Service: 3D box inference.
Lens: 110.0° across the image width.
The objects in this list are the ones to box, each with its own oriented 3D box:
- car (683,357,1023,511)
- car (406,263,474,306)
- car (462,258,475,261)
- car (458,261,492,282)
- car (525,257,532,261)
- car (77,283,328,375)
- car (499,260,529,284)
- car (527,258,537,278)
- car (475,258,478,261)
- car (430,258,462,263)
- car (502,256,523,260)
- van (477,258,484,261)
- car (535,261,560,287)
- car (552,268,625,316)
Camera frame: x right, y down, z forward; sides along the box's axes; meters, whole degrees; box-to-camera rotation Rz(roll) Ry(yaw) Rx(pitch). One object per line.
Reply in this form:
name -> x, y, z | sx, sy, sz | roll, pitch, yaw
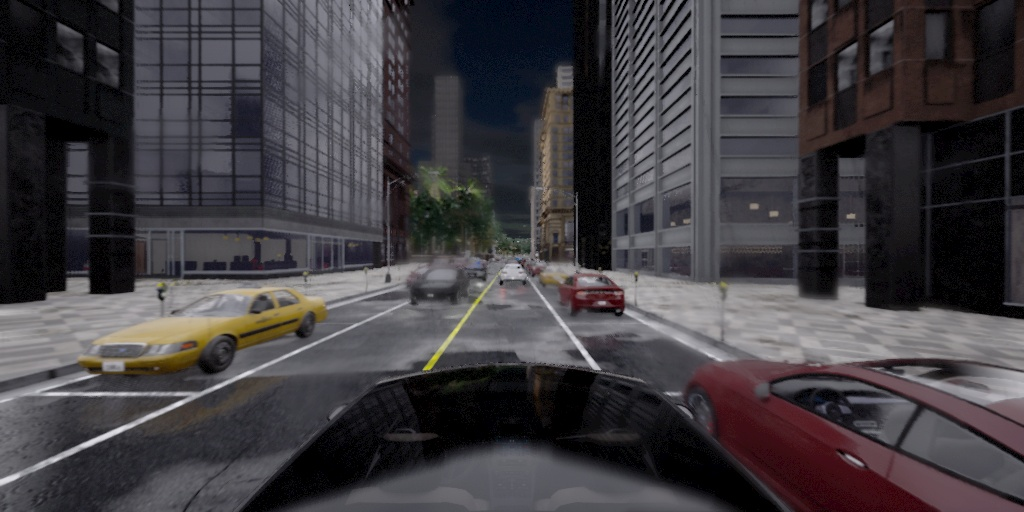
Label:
car -> 2.763, 1.332, 2.337 | 1.802, 1.307, 4.207 | 0, 0, 0
car -> -3.059, 1.235, 16.039 | 1.882, 1.535, 5.008 | 0, 0, 1
car -> -5.773, 1.096, 40.321 | 2.192, 1.841, 5.009 | 0, 0, 0
car -> -3.008, 1.334, 29.567 | 1.994, 1.385, 4.181 | 0, 0, 0
car -> 2.752, 1.221, 40.311 | 1.967, 1.591, 4.097 | 0, 0, 0
car -> -5.764, 1.278, 7.595 | 1.751, 1.417, 4.829 | 0, 0, 0
car -> 0.075, 1.292, 26.905 | 1.812, 1.442, 4.674 | 0, 0, 0
car -> 2.754, 1.215, 34.886 | 1.967, 1.591, 4.097 | 0, 0, 0
car -> -5.774, 1.333, 45.746 | 1.888, 1.381, 4.507 | 0, 0, 0
car -> -5.770, 1.084, 29.469 | 2.192, 1.841, 5.009 | 0, 0, 0
car -> 0.085, 1.143, 47.508 | 2.097, 1.767, 4.553 | 0, 0, 0
van -> -5.777, 1.143, 56.599 | 1.690, 1.789, 3.998 | 0, 0, 0
car -> 2.757, 1.289, 24.206 | 1.751, 1.417, 4.829 | 0, 0, 0
car -> 2.760, 1.301, 13.186 | 1.888, 1.381, 4.507 | 0, 0, 0
